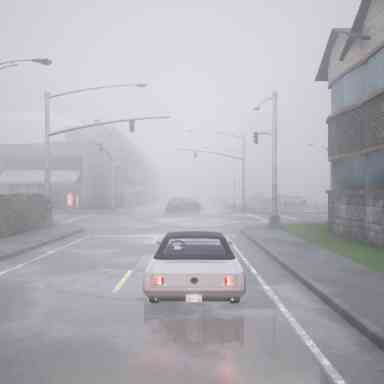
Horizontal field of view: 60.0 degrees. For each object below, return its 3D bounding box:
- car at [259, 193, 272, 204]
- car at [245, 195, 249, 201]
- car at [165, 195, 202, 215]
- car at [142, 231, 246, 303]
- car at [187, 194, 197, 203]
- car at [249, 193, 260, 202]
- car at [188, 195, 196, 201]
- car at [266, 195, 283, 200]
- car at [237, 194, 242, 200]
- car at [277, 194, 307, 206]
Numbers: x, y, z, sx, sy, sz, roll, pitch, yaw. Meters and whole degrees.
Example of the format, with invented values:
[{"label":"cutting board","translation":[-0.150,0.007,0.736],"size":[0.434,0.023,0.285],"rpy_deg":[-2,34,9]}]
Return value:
[{"label":"car","translation":[14.186,1.169,54.519],"size":[5.027,1.636,2.152],"rpy_deg":[0,0,0]},{"label":"car","translation":[13.777,1.113,70.219],"size":[4.605,1.855,1.932],"rpy_deg":[0,0,0]},{"label":"car","translation":[-0.767,1.285,32.882],"size":[2.097,1.767,4.553],"rpy_deg":[-2,-2,26]},{"label":"car","translation":[0.061,1.601,8.134],"size":[1.895,1.301,4.718],"rpy_deg":[0,0,1]},{"label":"car","translation":[0.027,1.350,71.954],"size":[2.097,1.767,4.553],"rpy_deg":[0,0,0]},{"label":"car","translation":[14.189,1.092,67.314],"size":[3.866,1.878,1.905],"rpy_deg":[0,0,0]},{"label":"car","translation":[0.031,1.530,82.047],"size":[1.994,1.385,4.181],"rpy_deg":[0,0,0]},{"label":"car","translation":[21.339,1.400,85.821],"size":[3.806,1.475,1.970],"rpy_deg":[0,0,0]},{"label":"car","translation":[13.920,1.389,88.803],"size":[3.633,1.501,1.845],"rpy_deg":[0,0,0]},{"label":"car","translation":[14.507,1.248,48.102],"size":[3.806,1.475,1.970],"rpy_deg":[0,0,0]}]
